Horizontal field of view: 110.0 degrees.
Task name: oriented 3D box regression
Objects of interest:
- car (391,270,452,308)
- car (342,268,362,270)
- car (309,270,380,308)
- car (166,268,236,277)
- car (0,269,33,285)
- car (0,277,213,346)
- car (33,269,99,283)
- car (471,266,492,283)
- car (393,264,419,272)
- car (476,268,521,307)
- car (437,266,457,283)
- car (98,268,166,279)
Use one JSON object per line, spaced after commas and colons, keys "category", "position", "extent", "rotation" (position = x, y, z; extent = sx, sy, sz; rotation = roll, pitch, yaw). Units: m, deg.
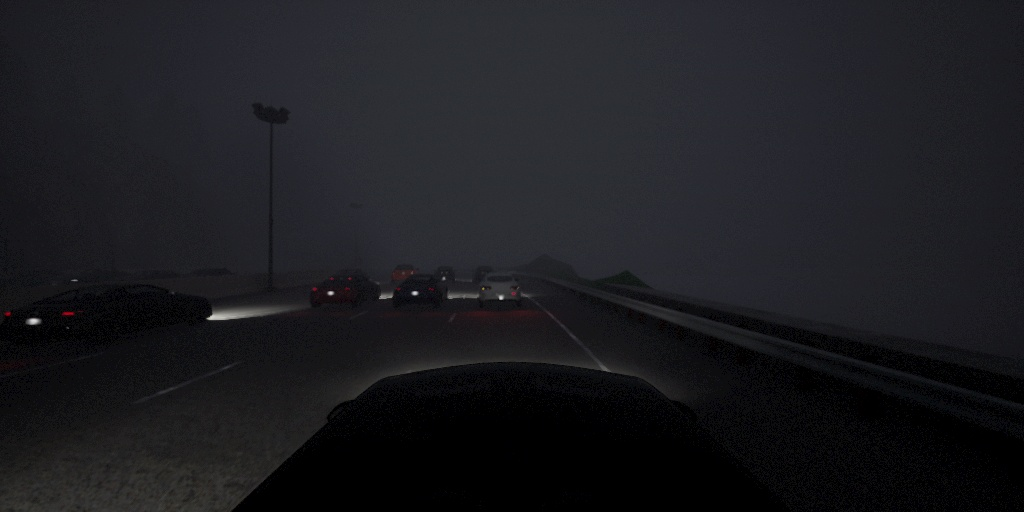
{"category": "car", "position": [-4.128, 1.517, 16.650], "extent": [1.994, 1.385, 4.181], "rotation": [0, -1, -5]}
{"category": "car", "position": [-12.385, 1.667, 27.791], "extent": [2.033, 1.411, 5.357], "rotation": [0, -1, -8]}
{"category": "car", "position": [-7.647, 1.529, 16.793], "extent": [1.994, 1.385, 4.181], "rotation": [0, -1, -5]}
{"category": "car", "position": [-23.138, 1.649, 27.272], "extent": [1.837, 1.490, 4.892], "rotation": [0, -1, -9]}
{"category": "car", "position": [-33.357, 1.644, 24.631], "extent": [1.837, 1.490, 4.892], "rotation": [0, -1, -8]}
{"category": "car", "position": [-10.698, 1.450, 9.958], "extent": [1.994, 1.385, 4.181], "rotation": [0, -1, -3]}
{"category": "car", "position": [-29.971, 1.635, 25.664], "extent": [2.128, 1.511, 4.902], "rotation": [0, -1, -9]}
{"category": "car", "position": [-2.629, 1.665, 33.103], "extent": [1.837, 1.490, 4.892], "rotation": [0, -1, -9]}
{"category": "car", "position": [-9.721, 1.532, 33.054], "extent": [2.097, 1.767, 4.553], "rotation": [0, -1, -10]}
{"category": "car", "position": [-0.629, 1.470, 16.758], "extent": [1.812, 1.442, 4.674], "rotation": [0, -1, -5]}
{"category": "car", "position": [-6.198, 1.677, 33.247], "extent": [1.837, 1.490, 4.892], "rotation": [0, -1, -10]}
{"category": "car", "position": [-26.518, 1.690, 26.426], "extent": [2.033, 1.411, 5.357], "rotation": [0, -1, -9]}
